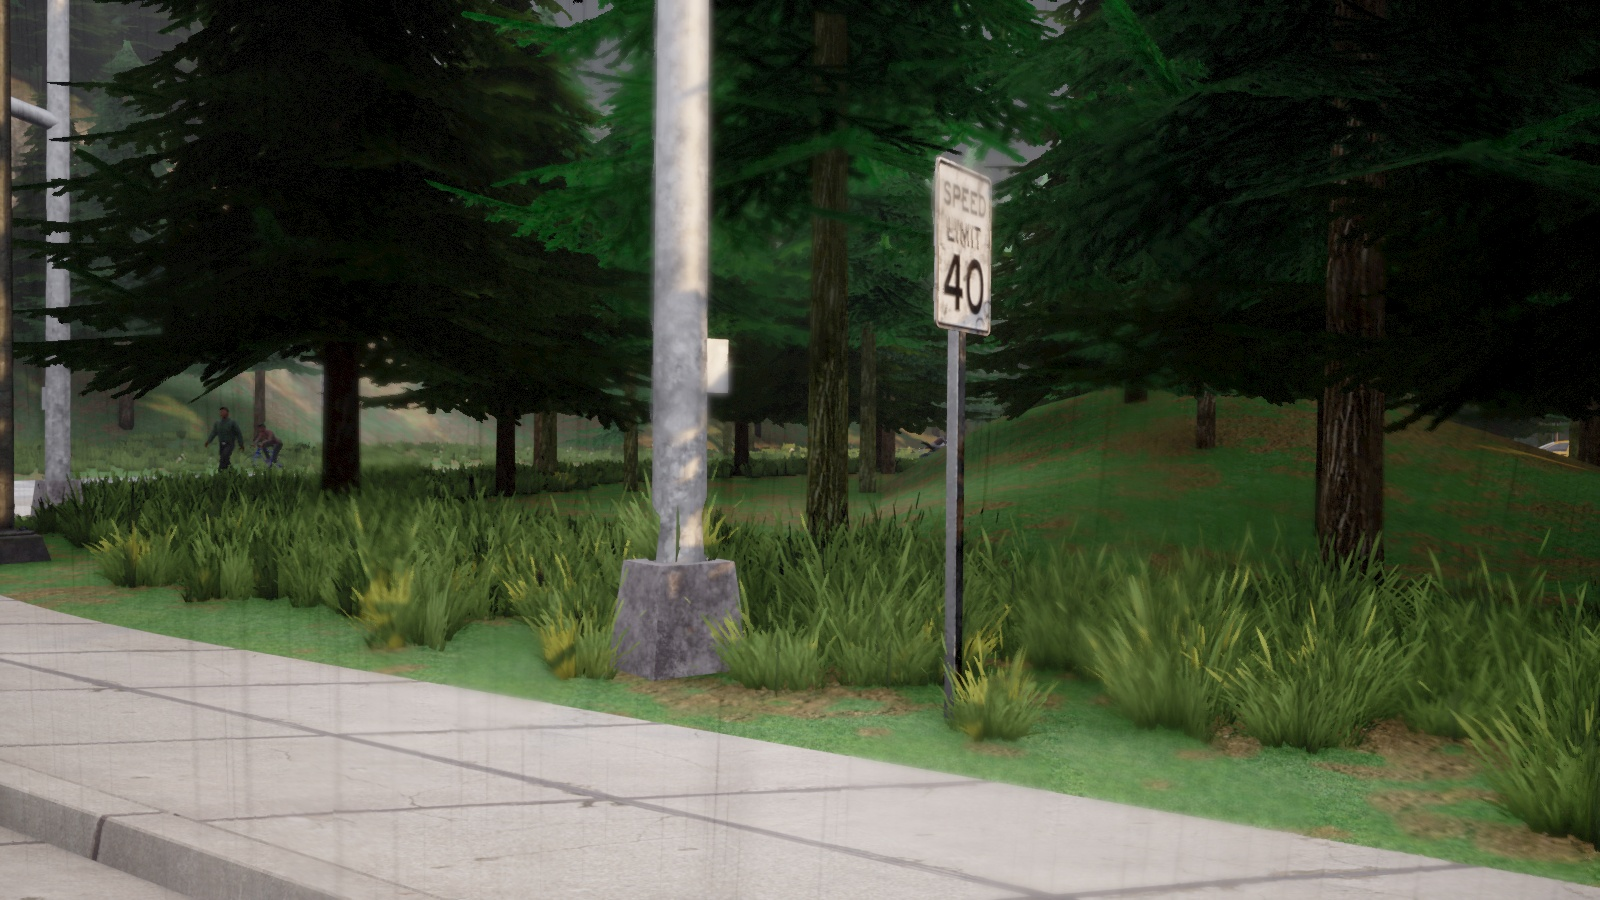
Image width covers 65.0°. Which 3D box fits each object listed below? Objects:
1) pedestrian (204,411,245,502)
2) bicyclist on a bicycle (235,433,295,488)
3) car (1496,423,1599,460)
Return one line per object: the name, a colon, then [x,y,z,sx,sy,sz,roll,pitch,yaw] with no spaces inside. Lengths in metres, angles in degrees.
pedestrian: [-12.598,0.132,27.502,0.423,1.949,0.788,0,1,10]
bicyclist on a bicycle: [-16.290,0.309,38.262,0.582,1.620,1.656,0,1,29]
car: [33.110,-0.368,54.063,5.366,1.575,1.801,0,1,33]
